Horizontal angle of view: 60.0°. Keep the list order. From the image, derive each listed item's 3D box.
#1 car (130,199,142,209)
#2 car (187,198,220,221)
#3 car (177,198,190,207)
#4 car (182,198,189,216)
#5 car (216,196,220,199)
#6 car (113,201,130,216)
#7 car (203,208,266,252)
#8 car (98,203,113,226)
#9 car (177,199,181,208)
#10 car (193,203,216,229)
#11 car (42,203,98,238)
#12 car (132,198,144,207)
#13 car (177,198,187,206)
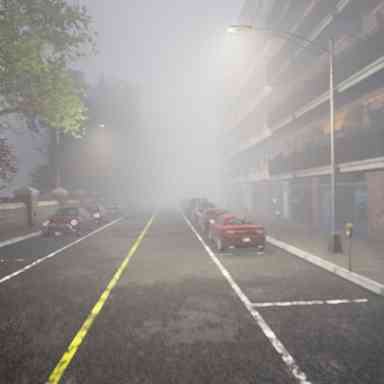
[{"bbox_3d":[-9.458,1.898,52.540,1.752,1.417,4.829,-1,0,-4],"label":"car"},{"bbox_3d":[0.945,1.530,25.249,1.967,1.590,4.097,-1,0,-4],"label":"car"},{"bbox_3d":[-1.525,1.848,58.940,1.947,1.339,4.313,-1,0,-4],"label":"car"},{"bbox_3d":[0.530,1.435,30.864,2.192,1.841,5.009,-1,0,-4],"label":"car"},{"bbox_3d":[7.981,1.900,92.348,5.009,1.841,2.192,0,-1,-4],"label":"car"},{"bbox_3d":[-8.234,1.828,35.865,2.008,1.369,4.403,-1,0,-4],"label":"car"},{"bbox_3d":[1.771,1.574,14.019,1.887,1.381,4.507,-1,0,-4],"label":"car"},{"bbox_3d":[-7.412,1.656,24.634,1.967,1.590,4.097,-1,0,-4],"label":"car"},{"bbox_3d":[-1.115,1.688,53.325,1.967,1.590,4.097,-1,0,-4],"label":"car"},{"bbox_3d":[1.359,1.604,19.635,1.887,1.381,4.507,-1,0,-4],"label":"car"},{"bbox_3d":[-7.000,1.625,19.021,1.967,1.590,4.097,-1,0,-4],"label":"car"},{"bbox_3d":[-10.282,1.968,63.771,1.752,1.417,4.829,-1,0,-4],"label":"car"},{"bbox_3d":[-1.951,1.844,64.725,1.752,1.417,4.829,-1,0,-4],"label":"car"}]
